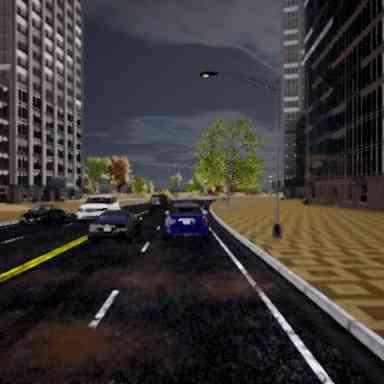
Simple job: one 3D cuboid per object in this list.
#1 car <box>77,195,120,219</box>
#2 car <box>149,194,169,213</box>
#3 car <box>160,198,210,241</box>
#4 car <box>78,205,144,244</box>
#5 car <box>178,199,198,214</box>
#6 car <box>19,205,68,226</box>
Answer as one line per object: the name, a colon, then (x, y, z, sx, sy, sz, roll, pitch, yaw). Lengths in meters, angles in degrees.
car: (-7.120, 1.258, 25.936, 2.150, 2.045, 5.566, 0, 0, 0)
car: (-3.558, 1.269, 37.914, 2.150, 2.045, 5.566, 0, 0, 1)
car: (-0.288, 1.369, 16.815, 2.097, 1.767, 4.553, 0, 0, -1)
car: (-3.510, 1.568, 15.983, 2.033, 1.411, 5.357, 0, 0, -2)
car: (-0.339, 1.590, 36.783, 2.033, 1.411, 5.357, 0, 0, 1)
car: (-10.332, 1.602, 23.373, 1.994, 1.385, 4.181, 0, 0, -1)
